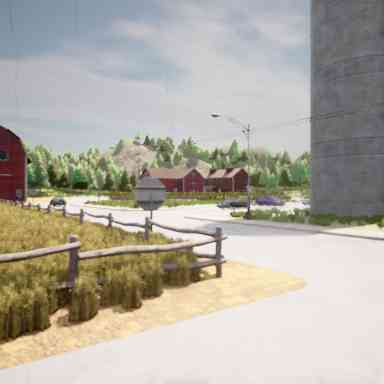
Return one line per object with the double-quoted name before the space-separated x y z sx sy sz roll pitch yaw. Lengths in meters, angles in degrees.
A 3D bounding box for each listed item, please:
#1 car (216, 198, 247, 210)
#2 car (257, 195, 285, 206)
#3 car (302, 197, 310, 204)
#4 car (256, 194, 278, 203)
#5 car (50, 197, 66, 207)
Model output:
"car" 5.393 1.509 43.517 4.902 1.511 2.128 0 0 -36
"car" 12.945 1.505 54.225 2.242 1.667 4.611 0 0 -36
"car" 19.985 1.520 54.296 4.902 1.511 2.128 0 0 -36
"car" 16.439 1.343 73.196 1.932 1.855 4.605 0 0 -36
"car" -21.129 1.534 52.470 1.812 1.442 4.674 0 0 -34
